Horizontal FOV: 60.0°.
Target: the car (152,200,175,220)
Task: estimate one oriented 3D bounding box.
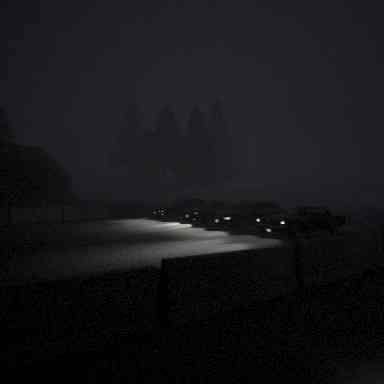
[{"bbox_3d":[-0.614,1.208,24.693,4.892,1.490,1.837,-1,1,-34],"label":"car"}]

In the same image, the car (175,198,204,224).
[{"bbox_3d":[1.349,1.287,21.795,4.181,1.385,1.994,-1,1,-34],"label":"car"}]

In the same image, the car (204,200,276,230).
[{"bbox_3d":[3.317,1.247,18.901,4.892,1.490,1.837,-1,1,-34],"label":"car"}]

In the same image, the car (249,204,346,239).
[{"bbox_3d":[5.238,1.363,15.977,4.718,1.301,1.895,-1,1,-34],"label":"car"}]
